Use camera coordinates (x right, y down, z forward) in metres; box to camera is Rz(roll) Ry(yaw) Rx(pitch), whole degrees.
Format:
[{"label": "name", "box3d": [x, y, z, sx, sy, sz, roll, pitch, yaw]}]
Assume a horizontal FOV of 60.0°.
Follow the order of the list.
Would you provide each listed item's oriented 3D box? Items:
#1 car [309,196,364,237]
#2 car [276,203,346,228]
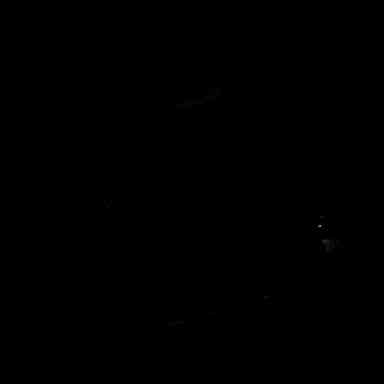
[{"label": "car", "box3d": [7.728, 1.245, 18.630, 5.566, 2.045, 2.150, 0, 0, -37]}, {"label": "car", "box3d": [8.553, 1.581, 23.633, 5.357, 1.411, 2.033, 0, 0, -37]}]
